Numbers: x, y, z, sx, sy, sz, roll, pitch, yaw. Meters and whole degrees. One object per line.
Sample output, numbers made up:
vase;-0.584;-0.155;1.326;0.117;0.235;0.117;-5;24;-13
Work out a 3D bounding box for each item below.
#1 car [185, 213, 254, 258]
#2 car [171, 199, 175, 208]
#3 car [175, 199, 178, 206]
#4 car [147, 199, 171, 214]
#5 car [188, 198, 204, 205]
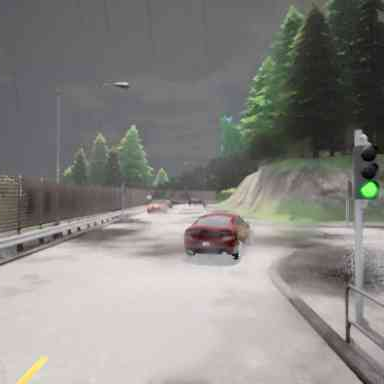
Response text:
car;1.226;1.581;13.367;1.882;1.535;5.008;-1;0;18
car;-4.061;1.926;52.253;1.812;1.442;4.674;0;0;0
car;-4.038;2.116;67.763;1.895;1.301;4.718;0;0;4
car;-4.081;1.658;39.827;2.097;1.767;4.553;0;-1;0
car;0.861;2.042;70.653;1.837;1.490;4.892;0;0;26
